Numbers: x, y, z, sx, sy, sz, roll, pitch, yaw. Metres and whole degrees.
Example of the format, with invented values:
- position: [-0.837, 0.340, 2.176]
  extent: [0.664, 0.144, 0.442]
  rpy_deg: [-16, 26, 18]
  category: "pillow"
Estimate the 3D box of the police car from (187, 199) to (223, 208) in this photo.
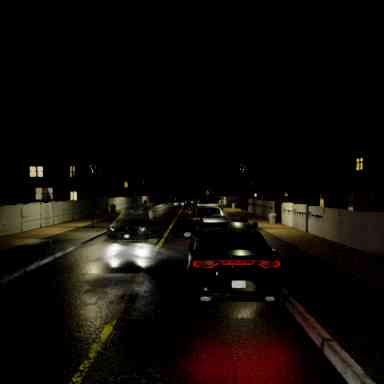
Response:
- position: [0.823, 1.432, 18.448]
  extent: [1.930, 1.638, 5.238]
  rpy_deg: [0, 0, 0]
  category: "police car"

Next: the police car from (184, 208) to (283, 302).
- position: [0.824, 1.424, 8.445]
  extent: [1.930, 1.638, 5.238]
  rpy_deg: [0, 0, 0]
  category: "police car"

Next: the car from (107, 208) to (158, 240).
- position: [-2.852, 1.552, 17.209]
  extent: [2.033, 1.411, 5.357]
  rpy_deg: [0, 0, 0]
  category: "car"

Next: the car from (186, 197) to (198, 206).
- position: [-0.005, 1.668, 59.758]
  extent: [1.994, 1.385, 4.181]
  rpy_deg: [0, 0, 0]
  category: "car"

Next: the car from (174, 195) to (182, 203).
- position: [-2.756, 1.511, 72.298]
  extent: [2.097, 1.767, 4.553]
  rpy_deg: [0, 0, 0]
  category: "car"

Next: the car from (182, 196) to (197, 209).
- position: [0.024, 1.409, 45.790]
  extent: [2.097, 1.767, 4.553]
  rpy_deg: [0, 0, 0]
  category: "car"

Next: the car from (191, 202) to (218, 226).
- position: [0.822, 1.519, 24.338]
  extent: [1.837, 1.490, 4.892]
  rpy_deg: [0, 0, 0]
  category: "car"
